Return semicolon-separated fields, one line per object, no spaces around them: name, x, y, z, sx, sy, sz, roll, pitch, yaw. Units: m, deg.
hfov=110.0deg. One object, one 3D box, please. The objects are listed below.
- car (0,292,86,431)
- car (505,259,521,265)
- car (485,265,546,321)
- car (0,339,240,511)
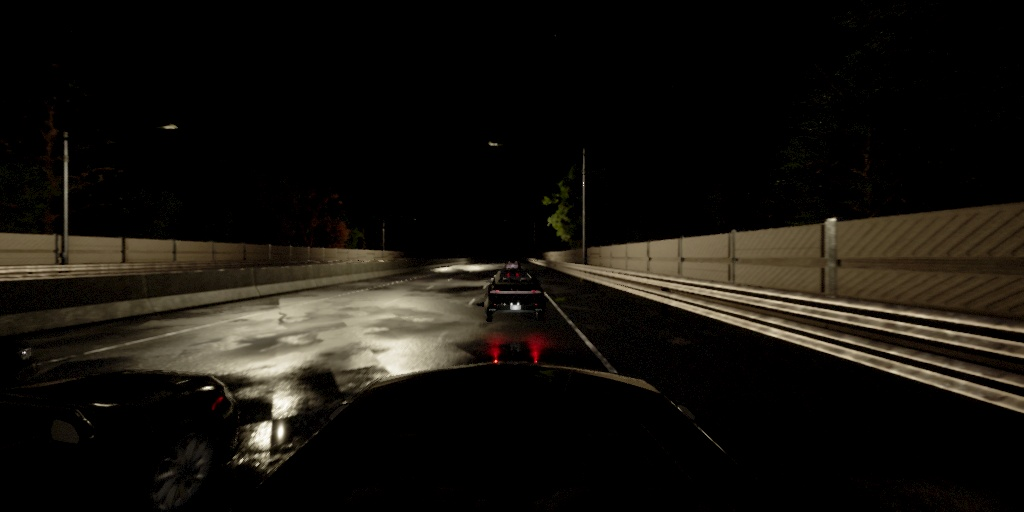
car;-6.899;1.242;2.463;2.128;1.511;4.902;0;0;0
car;0.107;1.192;44.417;2.033;1.649;4.856;0;0;0
car;0.103;1.244;12.569;2.128;1.511;4.902;0;0;0
car;-3.400;1.255;1.266;1.837;1.490;4.892;0;0;0
